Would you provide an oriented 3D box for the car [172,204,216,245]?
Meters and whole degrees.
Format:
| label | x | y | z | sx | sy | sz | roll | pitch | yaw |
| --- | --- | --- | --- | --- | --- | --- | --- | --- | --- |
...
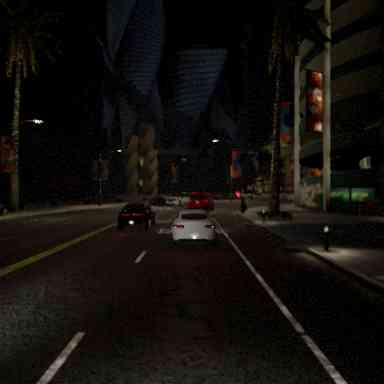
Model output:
| label | x | y | z | sx | sy | sz | roll | pitch | yaw |
| --- | --- | --- | --- | --- | --- | --- | --- | --- | --- |
| car | 0.086 | 1.487 | 15.082 | 1.812 | 1.442 | 4.674 | 0 | 0 | 0 |

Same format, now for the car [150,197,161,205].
| label | x | y | z | sx | sy | sz | roll | pitch | yaw |
| --- | --- | --- | --- | --- | --- | --- | --- | --- | --- |
| car | -5.258 | 1.402 | 49.199 | 1.812 | 1.442 | 4.674 | 0 | 0 | 28 |

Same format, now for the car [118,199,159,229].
| label | x | y | z | sx | sy | sz | roll | pitch | yaw |
| --- | --- | --- | --- | --- | --- | --- | --- | --- | --- |
| car | -3.402 | 1.452 | 21.066 | 1.837 | 1.490 | 4.892 | 0 | 0 | 0 |

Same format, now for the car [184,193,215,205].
| label | x | y | z | sx | sy | sz | roll | pitch | yaw |
| --- | --- | --- | --- | --- | --- | --- | --- | --- | --- |
| car | 1.099 | 1.130 | 36.248 | 2.150 | 2.045 | 5.566 | 0 | 0 | 11 |

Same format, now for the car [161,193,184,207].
| label | x | y | z | sx | sy | sz | roll | pitch | yaw |
| --- | --- | --- | --- | --- | --- | --- | --- | --- | --- |
| car | -1.627 | 1.101 | 48.723 | 2.150 | 2.045 | 5.566 | 0 | 0 | 30 |
